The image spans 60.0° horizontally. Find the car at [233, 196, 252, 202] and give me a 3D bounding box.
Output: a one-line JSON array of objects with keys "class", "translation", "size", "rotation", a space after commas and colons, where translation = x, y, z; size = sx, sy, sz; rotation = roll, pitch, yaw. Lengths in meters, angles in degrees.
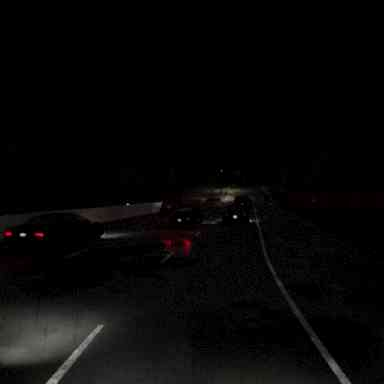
[{"class": "car", "translation": [6.521, 1.564, 43.124], "size": [2.150, 2.045, 5.566], "rotation": [0, -1, 10]}]

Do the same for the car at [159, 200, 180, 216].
[{"class": "car", "translation": [-1.977, 1.591, 35.337], "size": [2.097, 1.767, 4.553], "rotation": [0, 0, 10]}]

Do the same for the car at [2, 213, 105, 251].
[{"class": "car", "translation": [-5.692, 1.617, 14.501], "size": [2.033, 1.411, 5.357], "rotation": [0, 0, 9]}]

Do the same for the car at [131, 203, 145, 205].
[{"class": "car", "translation": [-6.857, 1.795, 48.648], "size": [2.128, 1.511, 4.902], "rotation": [0, 0, 11]}]

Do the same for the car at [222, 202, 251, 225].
[{"class": "car", "translation": [3.429, 1.766, 25.723], "size": [1.994, 1.385, 4.181], "rotation": [0, 0, 10]}]

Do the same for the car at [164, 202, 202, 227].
[{"class": "car", "translation": [-0.415, 1.694, 24.143], "size": [1.812, 1.442, 4.674], "rotation": [0, 0, 10]}]
